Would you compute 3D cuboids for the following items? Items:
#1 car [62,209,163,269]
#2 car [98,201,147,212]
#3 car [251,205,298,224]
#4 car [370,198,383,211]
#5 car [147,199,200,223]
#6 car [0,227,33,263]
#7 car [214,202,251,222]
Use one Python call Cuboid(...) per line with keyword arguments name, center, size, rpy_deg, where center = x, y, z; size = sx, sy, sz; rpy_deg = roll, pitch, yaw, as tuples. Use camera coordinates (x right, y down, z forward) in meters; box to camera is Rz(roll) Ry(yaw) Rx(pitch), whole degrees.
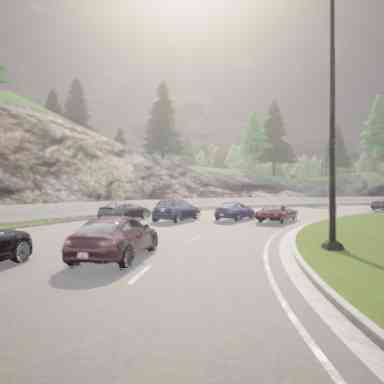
Cuboid(name="car", center=(-2.541, 1.520, 11.123), size=(1.812, 1.442, 4.674), rpy_deg=(0, 0, 9))
Cuboid(name="car", center=(-5.174, 1.479, 25.781), size=(2.128, 1.511, 4.902), rpy_deg=(0, 0, 26))
Cuboid(name="car", center=(6.384, 1.589, 24.689), size=(1.895, 1.301, 4.718), rpy_deg=(0, 0, 32))
Cuboid(name="car", center=(23.060, 1.474, 38.792), size=(4.902, 1.511, 2.128), rpy_deg=(0, 0, -23))
Cuboid(name="car", center=(-1.105, 1.340, 25.402), size=(2.097, 1.767, 4.553), rpy_deg=(0, 0, 27))
Cuboid(name="car", center=(-6.357, 1.487, 9.076), size=(2.128, 1.511, 4.902), rpy_deg=(0, 0, 6))
Cuboid(name="car", center=(3.387, 1.513, 26.329), size=(1.812, 1.442, 4.674), rpy_deg=(0, 0, 32))
